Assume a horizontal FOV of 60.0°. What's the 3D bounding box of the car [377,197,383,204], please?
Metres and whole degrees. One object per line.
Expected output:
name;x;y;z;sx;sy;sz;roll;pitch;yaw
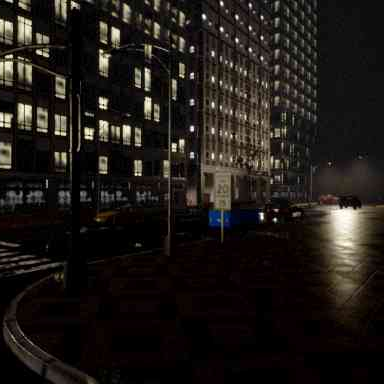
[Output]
car;38.164;1.659;66.536;1.947;1.339;4.313;0;0;38

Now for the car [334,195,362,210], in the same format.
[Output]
car;21.195;1.368;44.494;2.192;1.841;5.009;0;0;38

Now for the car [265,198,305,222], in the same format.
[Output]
car;7.619;1.472;26.859;1.967;1.590;4.097;0;0;38

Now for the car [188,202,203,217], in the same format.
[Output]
car;1.375;1.603;31.667;1.802;1.307;4.206;0;0;38

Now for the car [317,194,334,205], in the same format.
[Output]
car;25.133;1.381;62.528;2.192;1.841;5.009;0;0;38

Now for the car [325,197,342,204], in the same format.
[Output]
car;28.527;1.624;66.936;2.008;1.369;4.403;0;0;38

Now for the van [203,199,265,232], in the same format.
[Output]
van;2.656;1.368;20.230;1.690;1.788;3.998;0;0;38

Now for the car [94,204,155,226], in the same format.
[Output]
car;-4.734;1.539;23.944;1.752;1.417;4.829;0;0;38
